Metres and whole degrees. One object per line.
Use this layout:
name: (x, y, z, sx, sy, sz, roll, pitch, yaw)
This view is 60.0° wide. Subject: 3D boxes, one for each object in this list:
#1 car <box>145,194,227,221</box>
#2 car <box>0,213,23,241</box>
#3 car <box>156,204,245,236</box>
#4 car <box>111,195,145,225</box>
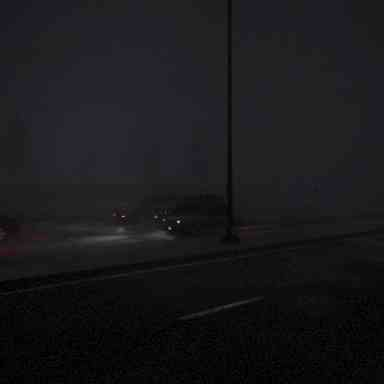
car: (-0.004, 1.199, 22.391, 5.566, 2.045, 2.150, 0, 0, -35)
car: (-10.428, 1.477, 14.976, 5.008, 1.535, 1.882, 0, 0, -35)
car: (0.660, 1.581, 18.573, 4.718, 1.301, 1.895, 0, 0, -35)
car: (-3.088, 1.203, 24.497, 5.566, 2.045, 2.150, 0, 0, -35)
